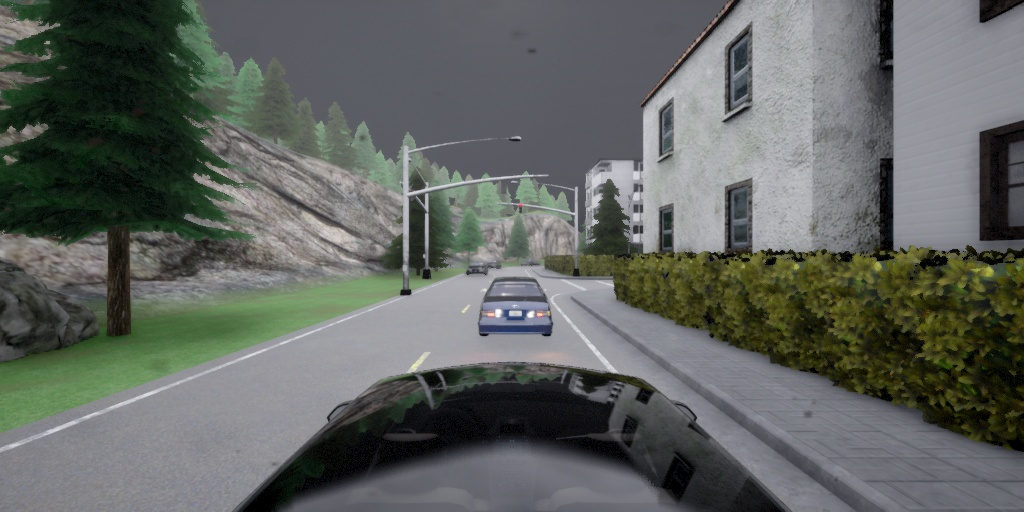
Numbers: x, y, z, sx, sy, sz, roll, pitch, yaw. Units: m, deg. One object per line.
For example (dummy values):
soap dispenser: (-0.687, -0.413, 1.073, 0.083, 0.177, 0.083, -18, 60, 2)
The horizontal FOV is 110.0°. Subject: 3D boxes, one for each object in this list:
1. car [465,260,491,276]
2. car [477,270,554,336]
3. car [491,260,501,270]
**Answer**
car: (-3.511, 1.313, 36.531, 1.994, 1.385, 4.181, 0, 0, 1)
car: (0.088, 1.297, 10.313, 2.033, 1.411, 5.357, 0, 0, 0)
car: (-2.863, 1.314, 52.036, 1.994, 1.385, 4.181, 0, 0, 9)
